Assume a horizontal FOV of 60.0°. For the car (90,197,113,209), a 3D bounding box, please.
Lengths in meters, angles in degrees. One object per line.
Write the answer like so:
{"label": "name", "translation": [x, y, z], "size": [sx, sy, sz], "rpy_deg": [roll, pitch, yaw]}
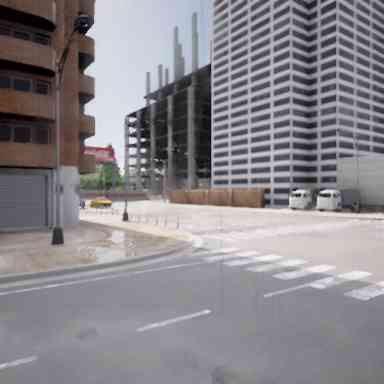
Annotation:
{"label": "car", "translation": [-12.726, 1.487, 46.743], "size": [1.882, 1.535, 5.008], "rpy_deg": [0, 0, -35]}

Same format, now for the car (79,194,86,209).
{"label": "car", "translation": [-16.468, 1.244, 45.995], "size": [2.150, 2.045, 5.566], "rpy_deg": [0, 0, -35]}
